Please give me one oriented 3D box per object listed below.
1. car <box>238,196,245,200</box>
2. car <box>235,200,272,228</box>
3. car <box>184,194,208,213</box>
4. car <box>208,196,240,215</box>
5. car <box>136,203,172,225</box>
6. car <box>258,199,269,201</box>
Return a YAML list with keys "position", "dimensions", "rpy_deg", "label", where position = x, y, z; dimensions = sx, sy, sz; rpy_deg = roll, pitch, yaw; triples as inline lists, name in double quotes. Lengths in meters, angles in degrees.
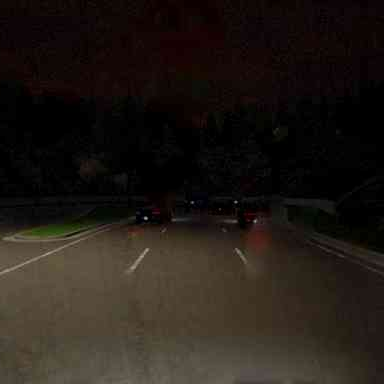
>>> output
- position: [5.981, 1.352, 44.104]
  dimensions: [2.097, 1.767, 4.553]
  rpy_deg: [0, 0, 12]
  label: "car"
- position: [4.069, 1.504, 22.292]
  dimensions: [1.837, 1.490, 4.892]
  rpy_deg: [0, 0, 5]
  label: "car"
- position: [0.774, 1.221, 37.921]
  dimensions: [2.150, 2.045, 5.566]
  rpy_deg: [0, 0, 16]
  label: "car"
- position: [3.310, 1.477, 33.976]
  dimensions: [1.882, 1.535, 5.008]
  rpy_deg: [0, 0, 16]
  label: "car"
- position: [-2.705, 1.525, 23.904]
  dimensions: [1.812, 1.442, 4.674]
  rpy_deg: [0, 0, 7]
  label: "car"
- position: [8.217, 1.526, 38.565]
  dimensions: [1.812, 1.442, 4.674]
  rpy_deg: [0, 0, 16]
  label: "car"
